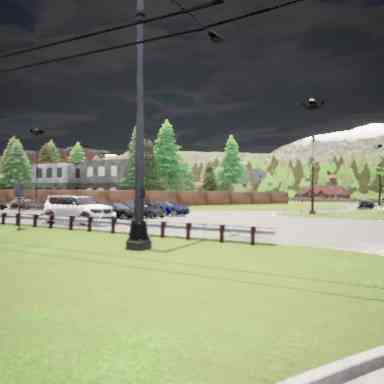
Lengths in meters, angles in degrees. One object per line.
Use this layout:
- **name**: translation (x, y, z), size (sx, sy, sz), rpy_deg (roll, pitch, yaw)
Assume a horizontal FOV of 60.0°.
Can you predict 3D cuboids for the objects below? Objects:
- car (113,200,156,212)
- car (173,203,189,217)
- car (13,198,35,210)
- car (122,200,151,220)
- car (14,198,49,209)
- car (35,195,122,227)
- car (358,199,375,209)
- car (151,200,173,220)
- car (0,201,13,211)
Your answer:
- **car**: translation (-6.945, 1.688, 40.405), size (4.718, 1.301, 1.895), rpy_deg (0, 0, 13)
- **car**: translation (-2.645, 1.568, 32.197), size (5.008, 1.535, 1.882), rpy_deg (0, 0, 28)
- **car**: translation (-20.966, 1.511, 41.811), size (4.674, 1.442, 1.812), rpy_deg (0, 0, 27)
- **car**: translation (-6.020, 1.521, 26.064), size (5.008, 1.535, 1.882), rpy_deg (0, 0, 28)
- **car**: translation (-22.483, 1.592, 46.564), size (4.718, 1.301, 1.895), rpy_deg (0, 0, 27)
- **car**: translation (-7.906, 1.242, 23.102), size (5.566, 2.045, 2.150), rpy_deg (0, 0, 28)
- **car**: translation (27.244, 1.891, 51.988), size (1.837, 1.490, 4.892), rpy_deg (3, 1, 33)
- **car**: translation (-4.407, 1.593, 29.184), size (4.674, 1.442, 1.812), rpy_deg (0, 0, 28)
- **car**: translation (-24.283, 1.500, 39.581), size (5.357, 1.411, 2.033), rpy_deg (0, 0, 28)
